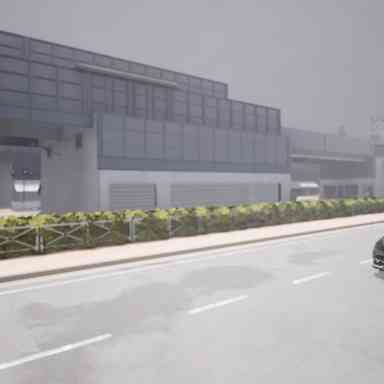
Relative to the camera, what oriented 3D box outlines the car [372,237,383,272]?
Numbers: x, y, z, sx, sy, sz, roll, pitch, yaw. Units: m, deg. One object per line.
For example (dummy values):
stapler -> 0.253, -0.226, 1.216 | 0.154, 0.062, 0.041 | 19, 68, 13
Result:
car -> 6.666, 1.298, 8.848 | 4.892, 1.490, 1.837 | -1, 1, -36
